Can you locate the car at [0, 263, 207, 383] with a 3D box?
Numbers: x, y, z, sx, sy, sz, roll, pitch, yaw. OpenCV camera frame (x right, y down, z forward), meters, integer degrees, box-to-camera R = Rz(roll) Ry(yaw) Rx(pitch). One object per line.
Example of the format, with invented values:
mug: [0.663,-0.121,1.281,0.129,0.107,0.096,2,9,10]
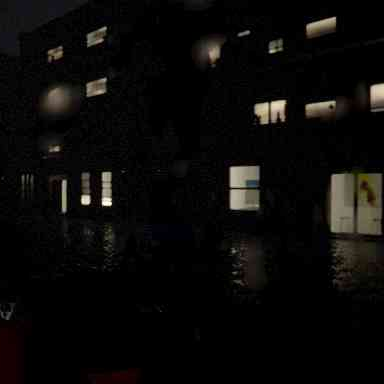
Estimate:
car: [-1.792,1.582,4.144,4.206,1.307,1.802,0,1,35]
